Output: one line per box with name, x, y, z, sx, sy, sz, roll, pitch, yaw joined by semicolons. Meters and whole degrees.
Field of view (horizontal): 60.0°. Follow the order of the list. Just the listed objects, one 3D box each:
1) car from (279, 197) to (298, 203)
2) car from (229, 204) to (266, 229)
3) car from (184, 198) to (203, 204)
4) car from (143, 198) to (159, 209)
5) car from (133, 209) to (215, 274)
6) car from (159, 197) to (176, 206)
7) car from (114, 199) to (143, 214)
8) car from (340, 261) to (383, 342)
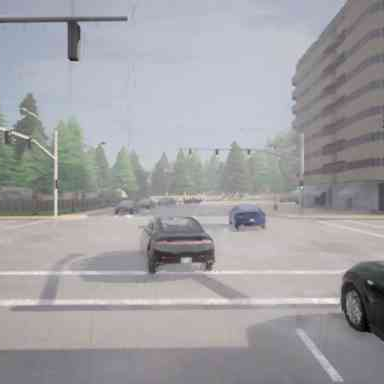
car;21.659;1.713;74.715;4.181;1.385;1.994;0;0;-22
car;3.600;1.542;22.282;1.882;1.535;5.008;0;0;0
car;0.227;1.740;65.156;1.895;1.301;4.718;0;0;31
car;-6.364;1.624;46.019;1.812;1.442;4.674;0;0;8
car;-0.650;1.519;10.813;2.128;1.511;4.902;0;0;-12
car;-4.221;1.625;55.988;1.837;1.490;4.892;0;0;20
car;-6.982;1.603;36.115;1.812;1.442;4.674;0;0;2
car;3.628;1.361;3.968;2.097;1.767;4.553;0;0;0
